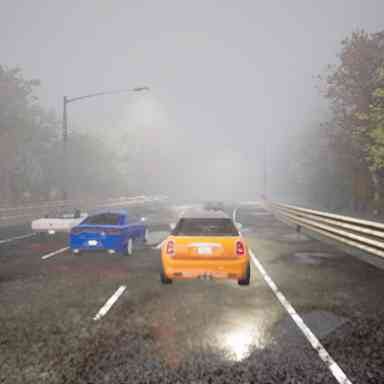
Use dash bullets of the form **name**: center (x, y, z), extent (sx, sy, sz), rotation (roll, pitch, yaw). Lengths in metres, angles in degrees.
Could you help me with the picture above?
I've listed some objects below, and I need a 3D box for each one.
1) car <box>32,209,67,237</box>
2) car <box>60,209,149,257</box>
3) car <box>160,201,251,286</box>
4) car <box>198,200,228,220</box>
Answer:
- **car**: center (-6.182, 1.515, 17.242), extent (1.895, 1.301, 4.718), rotation (0, 0, 4)
- **car**: center (-2.950, 1.419, 12.819), extent (1.882, 1.535, 5.008), rotation (0, 0, 3)
- **car**: center (0.393, 1.314, 9.522), extent (2.097, 1.767, 4.553), rotation (0, 0, 3)
- **car**: center (1.881, 1.437, 28.124), extent (2.033, 1.411, 5.357), rotation (0, 0, 8)
